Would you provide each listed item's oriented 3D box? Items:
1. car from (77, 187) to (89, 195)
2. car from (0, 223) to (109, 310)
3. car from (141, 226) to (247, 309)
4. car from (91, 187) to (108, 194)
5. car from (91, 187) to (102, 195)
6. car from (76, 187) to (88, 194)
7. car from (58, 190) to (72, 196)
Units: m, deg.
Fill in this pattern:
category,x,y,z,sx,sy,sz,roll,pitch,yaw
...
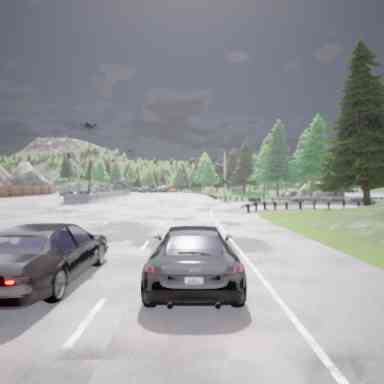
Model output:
category,x,y,z,sx,sy,sz,roll,pitch,yaw
car,-29.663,-0.341,90.686,2.150,2.045,5.566,0,1,-7
car,-3.464,1.438,7.841,2.033,1.411,5.357,0,1,0
car,0.035,1.456,7.690,1.994,1.385,4.181,0,1,0
car,-21.702,0.028,77.407,2.097,1.767,4.553,0,1,-1
car,-26.290,-0.358,91.803,2.150,2.045,5.566,0,1,-7
car,-25.191,0.242,76.514,1.994,1.385,4.181,0,1,-1
car,-28.682,0.261,75.481,1.994,1.385,4.181,0,1,-1
